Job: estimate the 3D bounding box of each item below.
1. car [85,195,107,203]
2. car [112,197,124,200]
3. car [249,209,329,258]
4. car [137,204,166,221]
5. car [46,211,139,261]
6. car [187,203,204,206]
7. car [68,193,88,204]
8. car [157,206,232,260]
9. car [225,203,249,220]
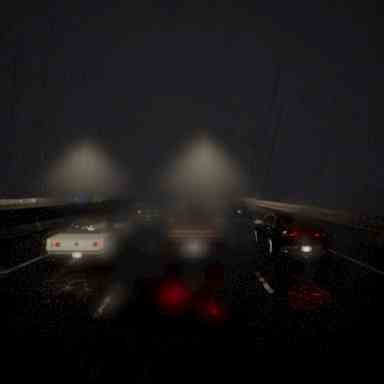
[{"bbox_3d":[-16.454,1.551,58.666,2.128,1.511,4.902,0,0,3],"label":"car"},{"bbox_3d":[-12.963,1.586,58.551,1.812,1.442,4.674,0,0,3],"label":"car"},{"bbox_3d":[3.618,1.508,12.793,1.837,1.490,4.892,0,0,1],"label":"car"},{"bbox_3d":[-3.200,1.612,27.146,1.895,1.301,4.718,0,0,2],"label":"car"},{"bbox_3d":[-3.396,1.601,12.187,1.895,1.301,4.718,0,0,1],"label":"car"},{"bbox_3d":[0.255,1.558,25.538,2.033,1.411,5.357,0,0,1],"label":"car"},{"bbox_3d":[-19.945,1.278,58.753,2.150,2.045,5.566,0,0,3],"label":"car"},{"bbox_3d":[0.112,1.491,12.524,2.128,1.511,4.902,0,0,1],"label":"car"},{"bbox_3d":[3.825,1.578,27.887,1.994,1.385,4.181,0,0,2],"label":"car"}]
